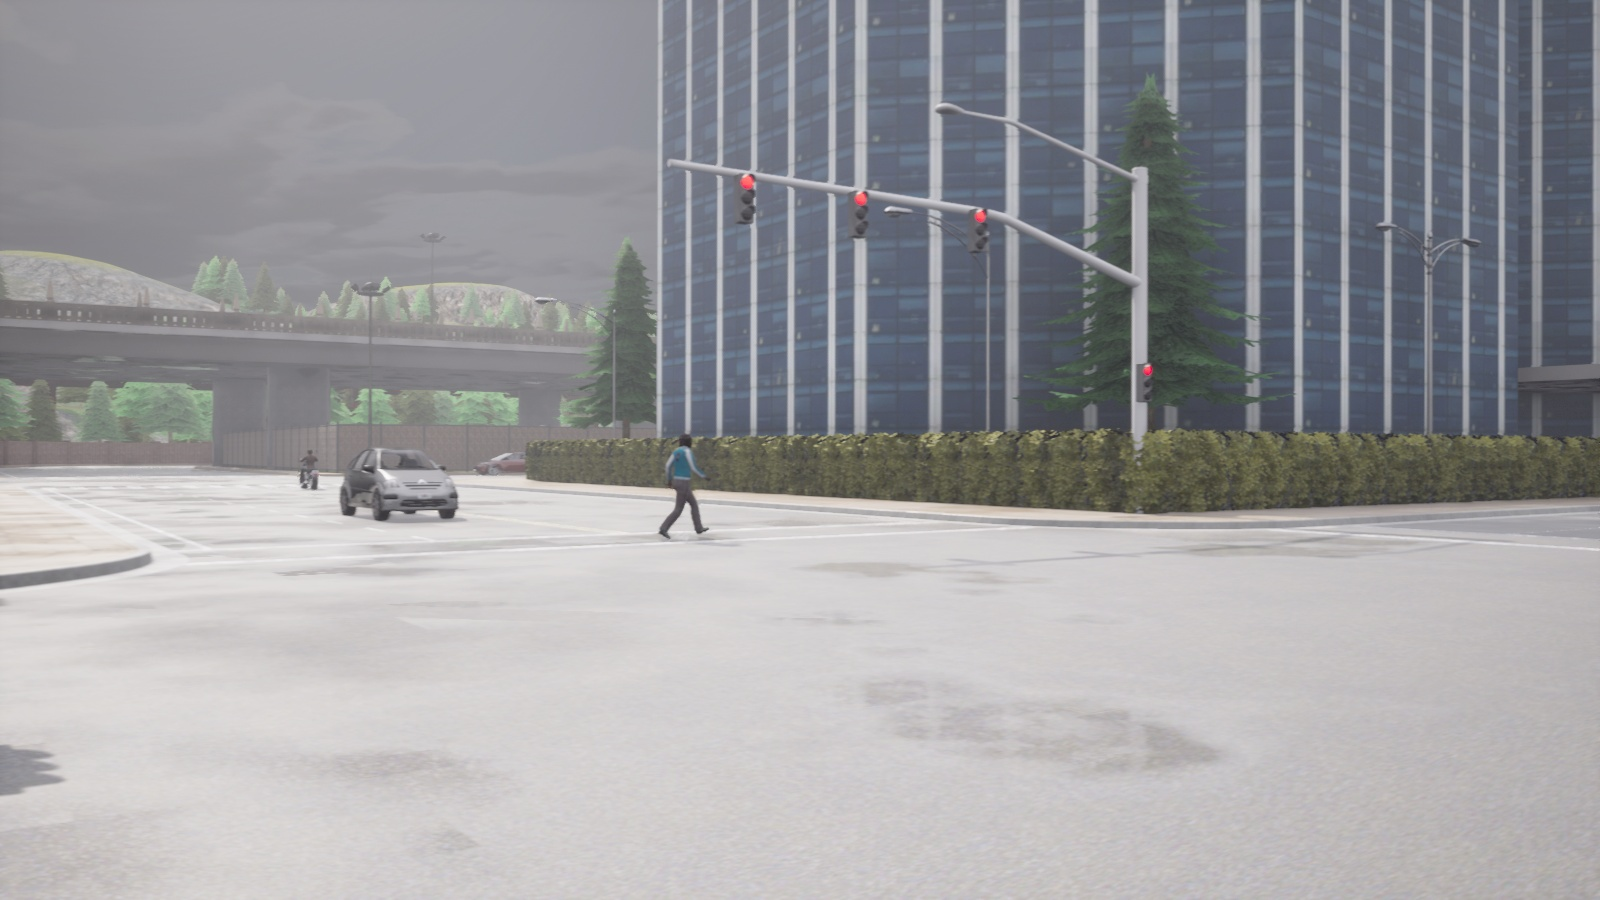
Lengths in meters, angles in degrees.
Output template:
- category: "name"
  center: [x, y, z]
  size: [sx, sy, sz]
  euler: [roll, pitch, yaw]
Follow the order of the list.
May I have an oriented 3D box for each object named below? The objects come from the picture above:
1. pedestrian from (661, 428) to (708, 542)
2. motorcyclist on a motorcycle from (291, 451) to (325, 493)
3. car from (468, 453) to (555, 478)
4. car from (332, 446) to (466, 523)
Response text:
- category: "pedestrian"
  center: [-1.981, 0.590, 21.523]
  size: [0.692, 1.930, 0.396]
  euler: [0, 0, -32]
- category: "motorcyclist on a motorcycle"
  center: [-19.797, 0.865, 50.479]
  size: [0.766, 1.649, 2.350]
  euler: [0, 0, -34]
- category: "car"
  center: [-17.838, 0.926, 77.696]
  size: [4.792, 1.488, 2.163]
  euler: [0, 0, -34]
- category: "car"
  center: [-9.255, 0.736, 28.785]
  size: [1.851, 1.617, 3.988]
  euler: [0, 0, -34]
